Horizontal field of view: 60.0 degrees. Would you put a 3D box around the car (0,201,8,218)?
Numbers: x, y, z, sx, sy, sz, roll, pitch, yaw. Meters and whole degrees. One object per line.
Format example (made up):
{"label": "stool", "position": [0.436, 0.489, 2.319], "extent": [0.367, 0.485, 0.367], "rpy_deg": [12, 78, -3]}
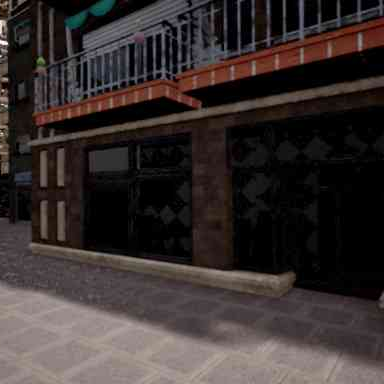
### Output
{"label": "car", "position": [-18.845, 1.557, 29.654], "extent": [1.967, 1.590, 4.097], "rpy_deg": [0, 1, 36]}
